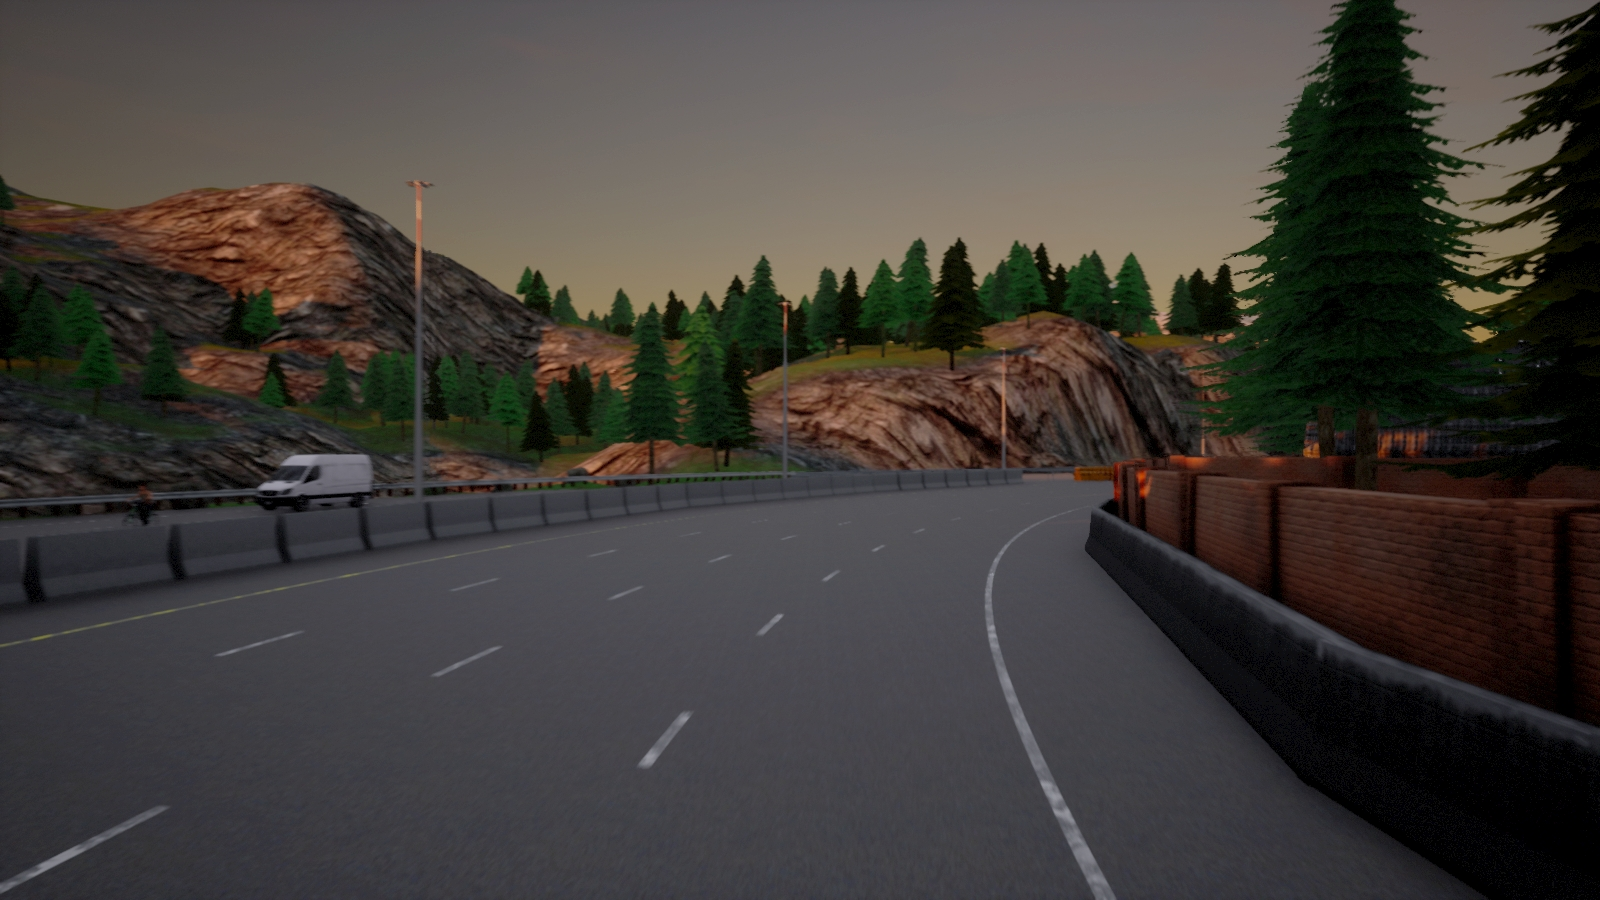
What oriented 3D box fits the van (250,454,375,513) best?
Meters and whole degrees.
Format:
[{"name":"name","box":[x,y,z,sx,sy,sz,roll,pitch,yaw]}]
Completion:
[{"name":"van","box":[-22.649,1.491,53.401,1.988,2.561,5.915,0,0,18]}]
